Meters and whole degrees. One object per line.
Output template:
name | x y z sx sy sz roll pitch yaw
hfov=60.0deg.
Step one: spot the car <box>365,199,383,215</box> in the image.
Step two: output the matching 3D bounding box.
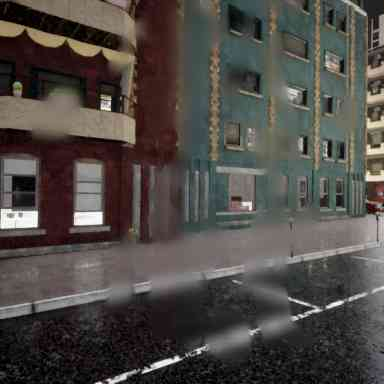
car | 15.690 1.240 32.190 2.192 1.841 5.009 1 0 -36
